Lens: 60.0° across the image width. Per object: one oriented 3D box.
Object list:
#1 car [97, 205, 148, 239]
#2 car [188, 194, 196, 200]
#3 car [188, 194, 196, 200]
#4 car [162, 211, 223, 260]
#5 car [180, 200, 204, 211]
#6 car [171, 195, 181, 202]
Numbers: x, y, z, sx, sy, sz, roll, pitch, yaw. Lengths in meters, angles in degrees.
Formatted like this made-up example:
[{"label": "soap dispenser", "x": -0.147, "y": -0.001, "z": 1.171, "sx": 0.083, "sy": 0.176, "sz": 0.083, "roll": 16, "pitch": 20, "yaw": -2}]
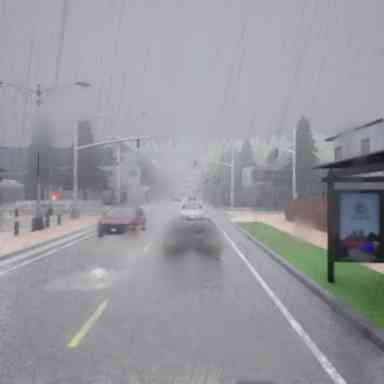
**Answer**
[{"label": "car", "x": -3.553, "y": 1.475, "z": 17.639, "sx": 1.882, "sy": 1.535, "sz": 5.008, "roll": 0, "pitch": 0, "yaw": 0}, {"label": "car", "x": -0.003, "y": 1.324, "z": 89.537, "sx": 2.097, "sy": 1.767, "sz": 4.553, "roll": 0, "pitch": 0, "yaw": 0}, {"label": "car", "x": -0.002, "y": 1.464, "z": 79.270, "sx": 1.882, "sy": 1.535, "sz": 5.008, "roll": 0, "pitch": 0, "yaw": 0}, {"label": "car", "x": 0.034, "y": 1.599, "z": 12.389, "sx": 1.895, "sy": 1.301, "sz": 4.718, "roll": 0, "pitch": 0, "yaw": 1}, {"label": "car", "x": 0.034, "y": 1.595, "z": 27.390, "sx": 1.895, "sy": 1.301, "sz": 4.718, "roll": 0, "pitch": 0, "yaw": 1}, {"label": "car", "x": -3.502, "y": 1.467, "z": 73.058, "sx": 1.882, "sy": 1.535, "sz": 5.008, "roll": 0, "pitch": 0, "yaw": 0}]
